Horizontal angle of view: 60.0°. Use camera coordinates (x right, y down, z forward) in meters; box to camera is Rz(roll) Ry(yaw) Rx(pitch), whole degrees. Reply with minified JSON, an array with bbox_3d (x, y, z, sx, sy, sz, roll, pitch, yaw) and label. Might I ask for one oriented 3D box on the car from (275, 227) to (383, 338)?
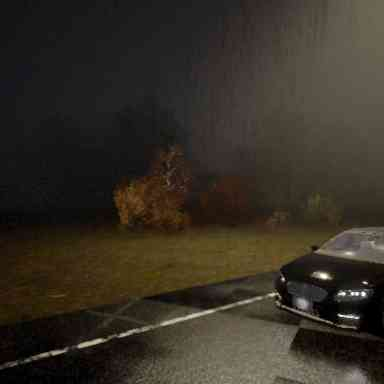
[{"bbox_3d":[3.735,1.502,6.670,4.902,1.511,2.128,0,0,-36],"label":"car"}]
